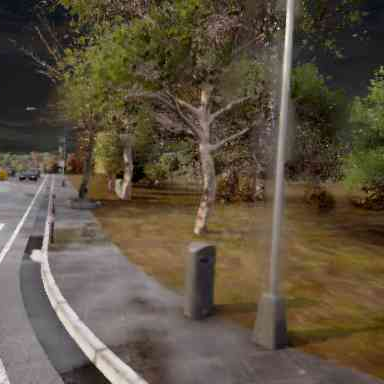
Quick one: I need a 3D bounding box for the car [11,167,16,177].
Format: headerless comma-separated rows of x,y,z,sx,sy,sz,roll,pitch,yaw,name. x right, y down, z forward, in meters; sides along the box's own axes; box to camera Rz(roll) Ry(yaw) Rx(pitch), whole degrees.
-27.726,-3.085,50.040,2.033,1.411,5.357,2,4,-22,car

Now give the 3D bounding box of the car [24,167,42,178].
-24.491,-3.019,51.375,2.128,1.511,4.902,2,4,-22,car

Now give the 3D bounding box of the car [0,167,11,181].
-23.801,-2.259,40.628,1.882,1.535,5.008,2,4,-22,car

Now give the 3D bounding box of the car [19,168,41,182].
-20.669,-2.036,42.202,1.895,1.301,4.718,2,4,-22,car
